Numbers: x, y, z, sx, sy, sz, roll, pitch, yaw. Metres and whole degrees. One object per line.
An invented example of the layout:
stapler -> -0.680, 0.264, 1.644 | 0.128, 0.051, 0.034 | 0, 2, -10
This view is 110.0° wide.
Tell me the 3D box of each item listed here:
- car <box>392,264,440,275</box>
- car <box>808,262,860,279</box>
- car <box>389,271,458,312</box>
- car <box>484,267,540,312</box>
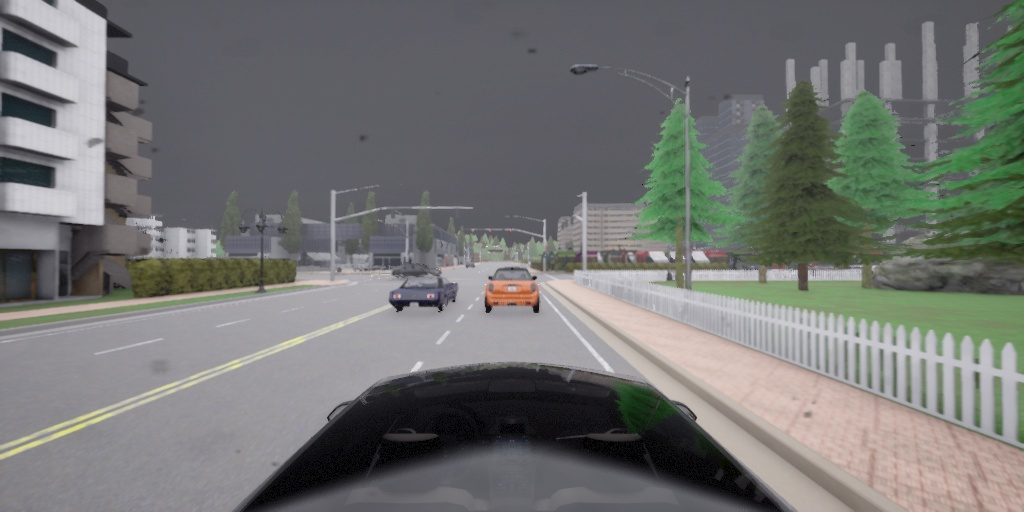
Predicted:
car -> -9.640, 1.574, 36.372 | 4.892, 1.490, 1.837 | 0, -1, -2
car -> 32.553, 1.620, 37.050 | 4.674, 1.442, 1.812 | 1, -1, -1
car -> -3.480, 1.496, 15.081 | 1.895, 1.301, 4.718 | 0, -1, 0
car -> 0.024, 1.248, 15.259 | 2.097, 1.767, 4.553 | 0, -1, 1
